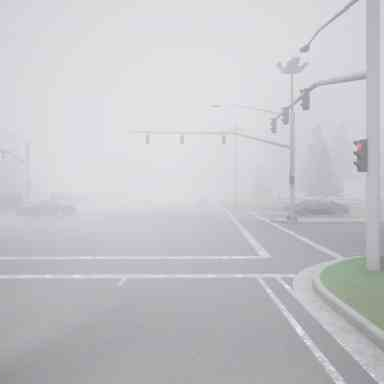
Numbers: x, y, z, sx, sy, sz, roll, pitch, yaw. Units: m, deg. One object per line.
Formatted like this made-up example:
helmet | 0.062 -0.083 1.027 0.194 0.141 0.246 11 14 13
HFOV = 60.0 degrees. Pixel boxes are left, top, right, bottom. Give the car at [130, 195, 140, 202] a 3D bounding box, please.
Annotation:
car | -12.257 1.473 72.889 1.882 1.535 5.008 0 0 0

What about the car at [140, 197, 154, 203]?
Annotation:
car | -8.686 1.596 66.760 1.895 1.301 4.718 0 0 0

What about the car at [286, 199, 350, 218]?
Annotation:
car | 11.179 1.490 29.135 4.902 1.511 2.128 0 0 -1

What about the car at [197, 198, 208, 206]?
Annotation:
car | 1.718 1.597 54.751 1.895 1.301 4.718 0 0 1

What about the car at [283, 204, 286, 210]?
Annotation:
car | 12.288 1.523 36.184 4.674 1.442 1.812 0 0 1

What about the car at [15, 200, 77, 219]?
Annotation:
car | -12.601 1.475 28.848 5.008 1.535 1.882 0 0 -1
